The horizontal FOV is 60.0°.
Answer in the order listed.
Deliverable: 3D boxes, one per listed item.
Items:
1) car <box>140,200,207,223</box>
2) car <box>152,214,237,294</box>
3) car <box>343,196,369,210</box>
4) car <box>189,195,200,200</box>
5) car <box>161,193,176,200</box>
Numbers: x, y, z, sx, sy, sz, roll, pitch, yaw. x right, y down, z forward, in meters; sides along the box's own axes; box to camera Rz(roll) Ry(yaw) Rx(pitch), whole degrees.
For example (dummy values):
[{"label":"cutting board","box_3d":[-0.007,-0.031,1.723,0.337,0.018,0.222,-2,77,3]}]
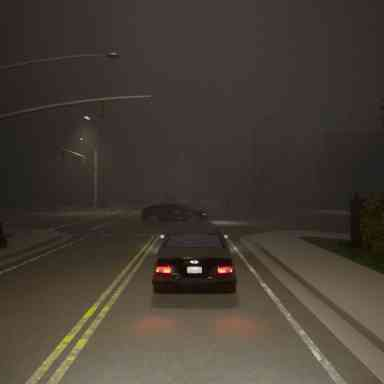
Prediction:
[{"label":"car","box_3d":[-1.302,1.518,24.410,4.892,1.490,1.837,0,0,-1]},{"label":"car","box_3d":[0.054,1.547,8.913,2.033,1.411,5.357,0,0,0]},{"label":"car","box_3d":[20.133,1.306,38.833,4.553,1.767,2.097,0,0,-1]},{"label":"car","box_3d":[0.564,1.524,78.927,1.812,1.442,4.674,0,0,12]},{"label":"car","box_3d":[-3.713,1.221,53.947,2.150,2.045,5.566,0,0,0]}]
